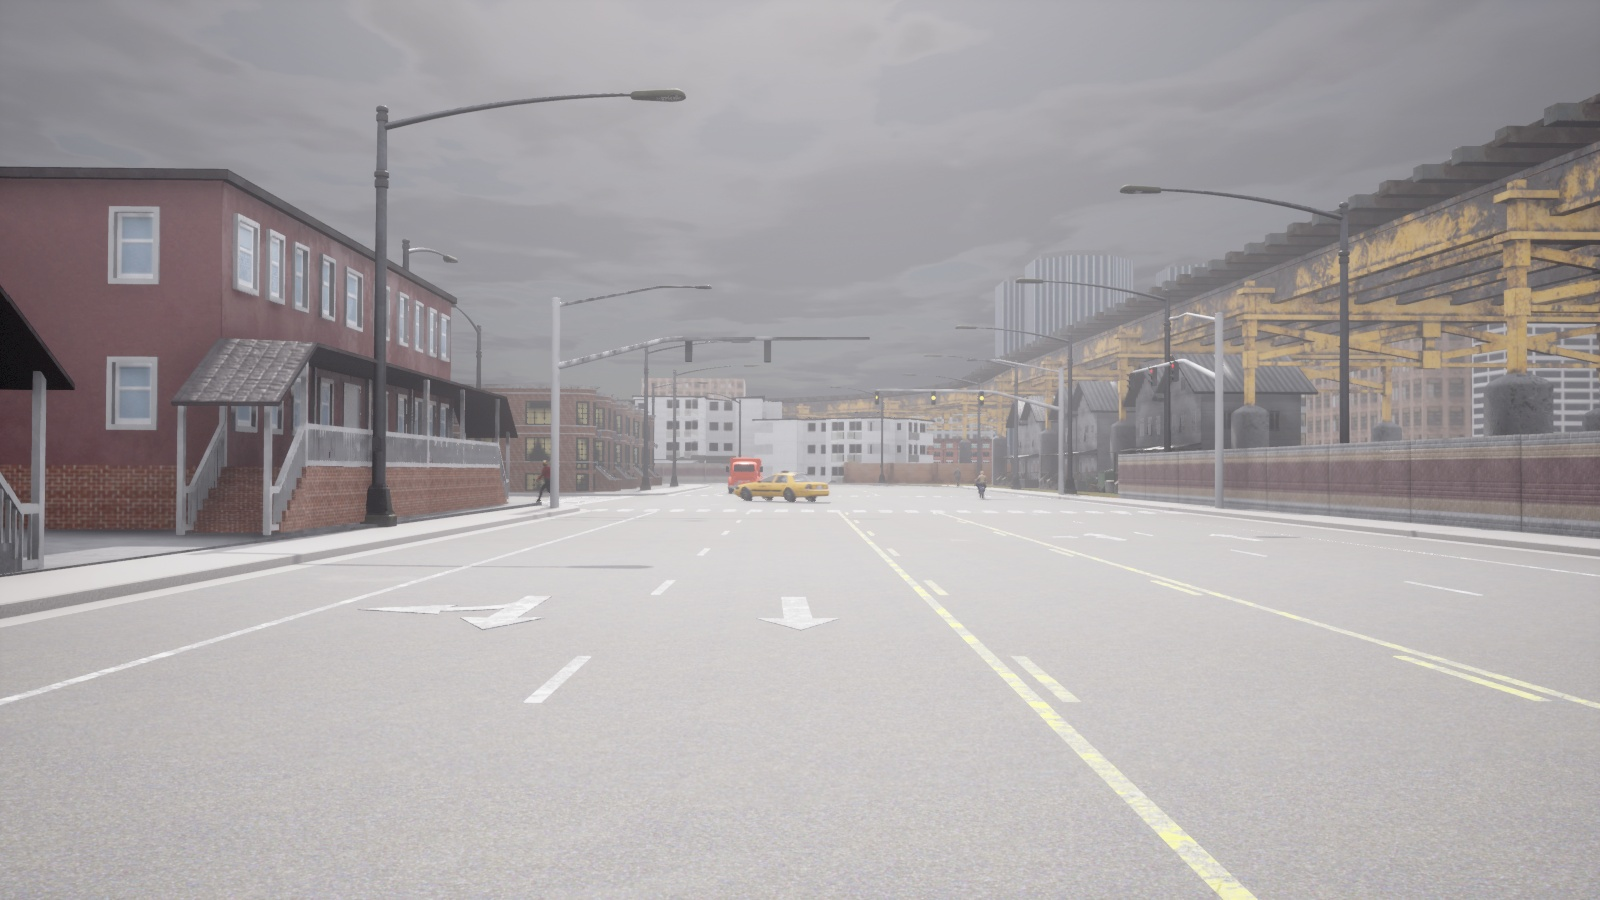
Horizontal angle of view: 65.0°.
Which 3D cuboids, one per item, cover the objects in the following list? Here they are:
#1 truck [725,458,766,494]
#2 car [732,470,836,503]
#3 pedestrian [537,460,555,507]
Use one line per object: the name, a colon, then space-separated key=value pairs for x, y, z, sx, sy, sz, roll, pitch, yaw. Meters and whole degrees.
truck: x=-3.769 y=1.805 z=87.320 sx=2.627 sy=2.467 sz=5.204 roll=0 pitch=-1 yaw=0
car: x=-0.859 y=1.817 z=63.261 sx=5.366 sy=1.575 sz=1.801 roll=-1 pitch=-1 yaw=40
pedestrian: x=-10.156 y=1.335 z=50.163 sx=0.636 sy=1.846 sz=0.331 roll=0 pitch=-1 yaw=8
